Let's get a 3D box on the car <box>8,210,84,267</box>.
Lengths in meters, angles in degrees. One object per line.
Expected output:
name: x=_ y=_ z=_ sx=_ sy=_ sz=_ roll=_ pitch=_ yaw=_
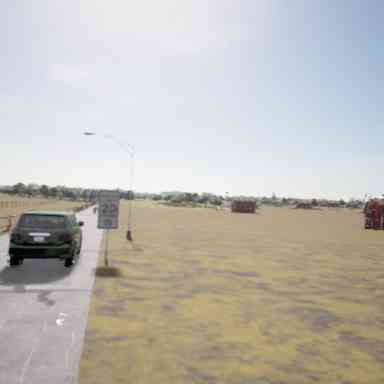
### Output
car: x=-5.841 y=1.795 z=13.819 sx=2.150 sy=2.045 sz=5.566 roll=3 pitch=-3 yaw=-14

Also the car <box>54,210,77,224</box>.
car: x=-16.161 y=3.158 z=42.794 sx=2.128 sy=1.511 sz=4.902 roll=3 pitch=-3 yaw=-14

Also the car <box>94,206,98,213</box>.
car: x=-25.542 y=4.802 z=90.337 sx=1.882 sy=1.535 sz=5.008 roll=3 pitch=-2 yaw=-14
